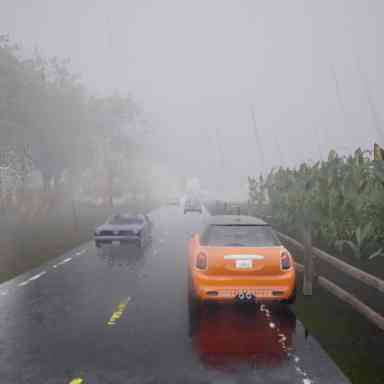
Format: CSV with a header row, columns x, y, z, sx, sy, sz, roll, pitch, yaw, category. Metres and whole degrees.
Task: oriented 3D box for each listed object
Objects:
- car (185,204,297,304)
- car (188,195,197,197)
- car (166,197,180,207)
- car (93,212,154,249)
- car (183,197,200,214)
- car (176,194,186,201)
x,y,z,sx,sy,sz,roll,pitch,yaw,category
0.963,1.349,8.277,2.097,1.767,4.553,0,0,0,car
0.072,1.346,46.206,2.097,1.767,4.553,0,0,0,car
-2.734,1.557,49.222,1.994,1.385,4.181,0,0,0,car
-2.847,1.597,14.702,1.895,1.301,4.718,0,0,0,car
0.084,1.542,35.644,2.033,1.411,5.357,0,0,0,car
-2.721,1.338,83.315,2.128,1.511,4.902,0,0,0,car
